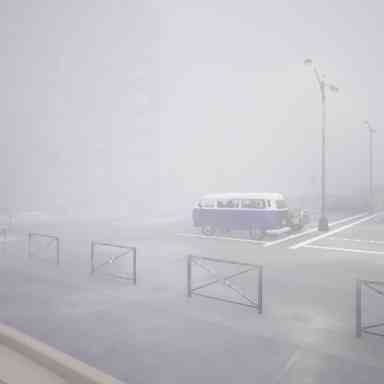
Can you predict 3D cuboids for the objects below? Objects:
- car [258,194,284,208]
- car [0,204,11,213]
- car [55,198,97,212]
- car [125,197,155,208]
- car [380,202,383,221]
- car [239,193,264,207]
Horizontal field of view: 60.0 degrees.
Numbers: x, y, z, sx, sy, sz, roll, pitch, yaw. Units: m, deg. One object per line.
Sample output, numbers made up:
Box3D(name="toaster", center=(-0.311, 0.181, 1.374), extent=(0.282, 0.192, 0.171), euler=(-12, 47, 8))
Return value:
Box3D(name="car", center=(13.692, 1.545, 57.572), extent=(1.895, 1.301, 4.718), euler=(0, 0, 36))
Box3D(name="car", center=(-19.376, 1.492, 29.908), extent=(2.033, 1.411, 5.357), euler=(0, 0, 36))
Box3D(name="car", center=(-13.319, 1.422, 38.325), extent=(1.882, 1.535, 5.008), euler=(0, 0, 36))
Box3D(name="car", center=(-7.246, 1.436, 46.758), extent=(2.128, 1.511, 4.902), euler=(0, 0, 36))
Box3D(name="car", center=(17.298, 1.153, 25.445), extent=(4.605, 1.855, 1.932), euler=(0, 0, 36))
Box3D(name="car", center=(10.795, 1.449, 59.537), extent=(1.837, 1.490, 4.892), euler=(0, 0, 36))
